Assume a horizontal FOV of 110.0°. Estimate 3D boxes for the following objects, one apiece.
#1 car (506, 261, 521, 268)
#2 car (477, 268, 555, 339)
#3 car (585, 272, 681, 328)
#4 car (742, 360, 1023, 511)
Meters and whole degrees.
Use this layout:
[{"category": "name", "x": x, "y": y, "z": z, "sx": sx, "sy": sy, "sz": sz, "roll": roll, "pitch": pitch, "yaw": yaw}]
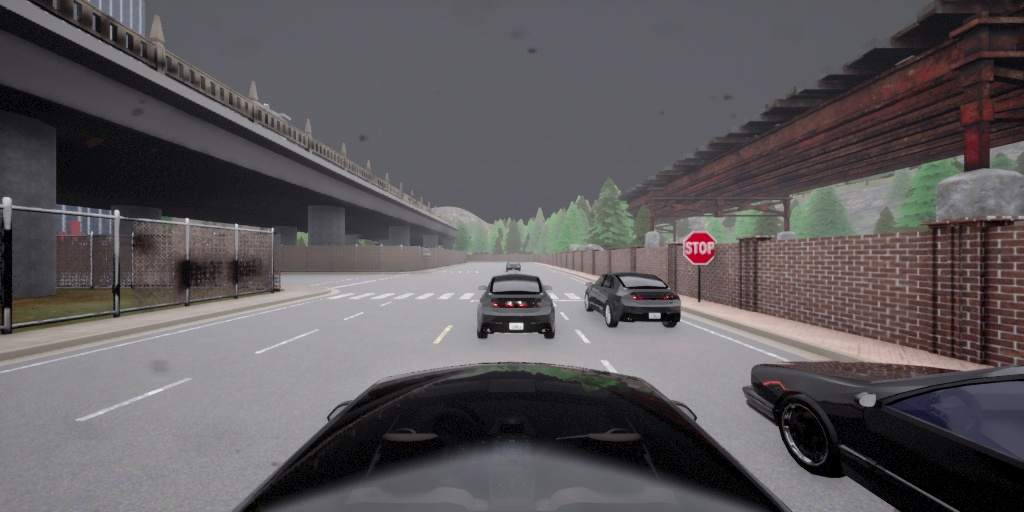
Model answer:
[{"category": "car", "x": 0.164, "y": 1.351, "z": 46.352, "sx": 1.895, "sy": 1.301, "sz": 4.718, "roll": 0, "pitch": 0, "yaw": -1}, {"category": "car", "x": 0.095, "y": 1.255, "z": 10.073, "sx": 1.837, "sy": 1.490, "sz": 4.892, "roll": 0, "pitch": 0, "yaw": 0}, {"category": "car", "x": 3.596, "y": 1.255, "z": 11.433, "sx": 1.837, "sy": 1.490, "sz": 4.892, "roll": 0, "pitch": 0, "yaw": 0}, {"category": "car", "x": 3.600, "y": 1.297, "z": 1.687, "sx": 2.033, "sy": 1.411, "sz": 5.357, "roll": 0, "pitch": 0, "yaw": 0}]
